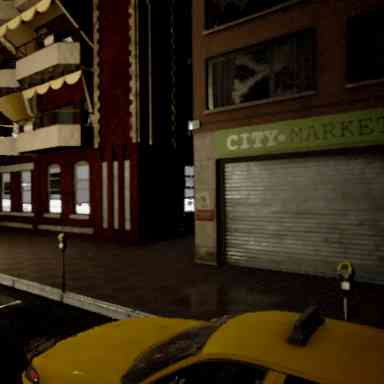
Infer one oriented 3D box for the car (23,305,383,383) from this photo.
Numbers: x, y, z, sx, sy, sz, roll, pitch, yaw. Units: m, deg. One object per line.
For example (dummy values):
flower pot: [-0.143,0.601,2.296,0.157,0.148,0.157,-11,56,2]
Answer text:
car: [0.582,1.535,2.461,4.829,1.417,1.752,-1,-1,36]
